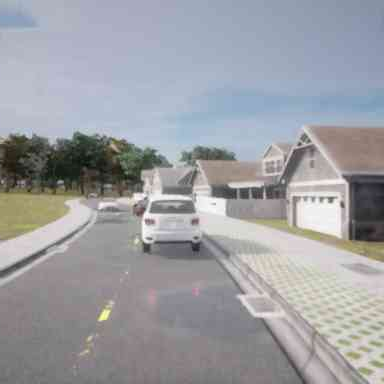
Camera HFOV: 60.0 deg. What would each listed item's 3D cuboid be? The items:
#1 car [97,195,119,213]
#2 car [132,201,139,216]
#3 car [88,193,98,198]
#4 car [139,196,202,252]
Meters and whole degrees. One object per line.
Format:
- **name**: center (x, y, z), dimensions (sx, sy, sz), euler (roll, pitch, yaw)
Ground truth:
- **car**: center (-8.843, 1.355, 35.286), dimensions (1.812, 1.442, 4.674), euler (0, 1, -19)
- **car**: center (-4.375, 1.436, 30.612), dimensions (1.994, 1.385, 4.181), euler (0, 0, -15)
- **car**: center (-21.891, 0.867, 73.826), dimensions (1.812, 1.442, 4.674), euler (0, 0, -11)
- **car**: center (-0.973, 1.184, 13.968), dimensions (2.150, 2.045, 5.566), euler (0, 0, -7)
